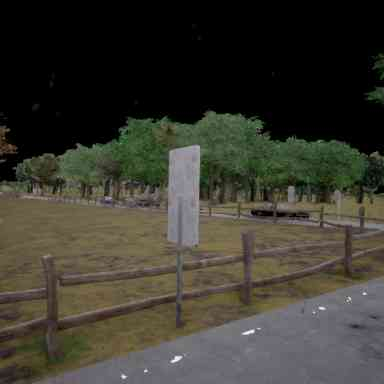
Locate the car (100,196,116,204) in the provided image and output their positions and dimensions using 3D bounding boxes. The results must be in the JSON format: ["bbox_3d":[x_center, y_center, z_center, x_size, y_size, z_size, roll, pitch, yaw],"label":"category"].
[{"bbox_3d":[-16.051,1.577,63.596,1.812,1.442,4.674,2,-1,-35],"label":"car"}]

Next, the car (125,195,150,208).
[{"bbox_3d":[-8.352,1.569,47.837,1.994,1.385,4.181,2,-1,-35],"label":"car"}]

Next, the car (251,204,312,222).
[{"bbox_3d":[6.998,1.618,26.316,1.895,1.301,4.718,2,-1,-36],"label":"car"}]

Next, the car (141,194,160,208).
[{"bbox_3d":[-6.978,1.295,50.939,2.150,2.045,5.566,2,-2,-36],"label":"car"}]

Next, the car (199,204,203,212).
[{"bbox_3d":[-0.716,1.503,37.109,2.128,1.511,4.902,2,-1,-36],"label":"car"}]
